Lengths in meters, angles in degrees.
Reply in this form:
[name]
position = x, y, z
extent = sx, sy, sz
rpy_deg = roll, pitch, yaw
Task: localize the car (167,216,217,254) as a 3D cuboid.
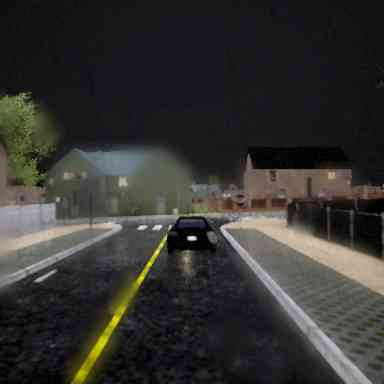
[car]
position = -0.002, 1.702, 14.283
extent = 1.994, 1.385, 4.181
rpy_deg = 0, -1, 0
